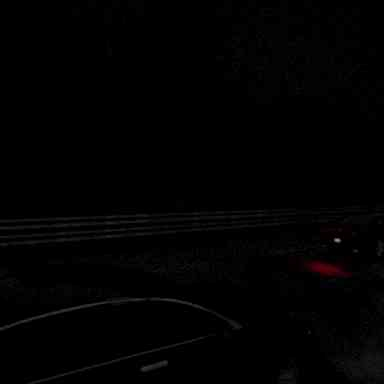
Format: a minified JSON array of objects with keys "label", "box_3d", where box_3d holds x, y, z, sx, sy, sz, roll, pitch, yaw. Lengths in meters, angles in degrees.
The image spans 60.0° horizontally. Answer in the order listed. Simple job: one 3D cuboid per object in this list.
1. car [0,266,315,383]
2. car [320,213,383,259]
[{"label":"car","box_3d":[-0.822,1.512,3.160,4.892,1.490,1.837,0,0,-35]},{"label":"car","box_3d":[7.122,1.557,13.124,5.008,1.535,1.882,0,0,-35]}]
